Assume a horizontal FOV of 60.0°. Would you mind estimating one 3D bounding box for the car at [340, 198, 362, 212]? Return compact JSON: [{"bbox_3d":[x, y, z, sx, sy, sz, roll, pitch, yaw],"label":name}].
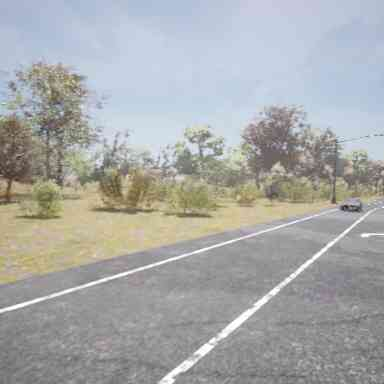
[{"bbox_3d":[17.641,1.390,36.653,2.033,1.411,5.357,2,1,31],"label":"car"}]
